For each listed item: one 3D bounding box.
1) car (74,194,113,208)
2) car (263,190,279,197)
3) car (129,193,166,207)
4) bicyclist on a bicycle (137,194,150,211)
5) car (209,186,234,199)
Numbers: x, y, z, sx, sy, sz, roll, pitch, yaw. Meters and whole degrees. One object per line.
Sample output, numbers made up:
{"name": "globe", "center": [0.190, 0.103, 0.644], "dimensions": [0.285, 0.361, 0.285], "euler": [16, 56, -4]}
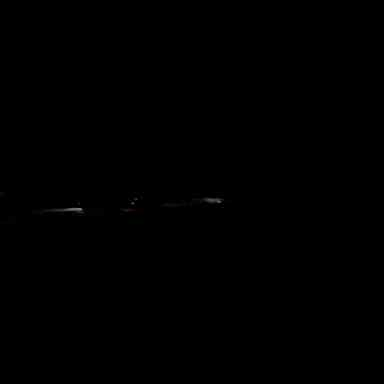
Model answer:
{"name": "car", "center": [-10.432, 0.959, 35.574], "dimensions": [1.994, 1.385, 4.181], "euler": [1, 2, 35]}
{"name": "car", "center": [15.672, 0.201, 65.937], "dimensions": [1.994, 1.385, 4.181], "euler": [1, 2, 35]}
{"name": "car", "center": [-4.845, 0.871, 37.058], "dimensions": [1.837, 1.490, 4.892], "euler": [1, 2, 35]}
{"name": "bicyclist on a bicycle", "center": [-4.491, 0.995, 30.825], "dimensions": [1.656, 1.620, 0.582], "euler": [0, 1, 35]}
{"name": "car", "center": [5.196, 0.025, 57.429], "dimensions": [2.150, 2.045, 5.566], "euler": [1, 2, 36]}
